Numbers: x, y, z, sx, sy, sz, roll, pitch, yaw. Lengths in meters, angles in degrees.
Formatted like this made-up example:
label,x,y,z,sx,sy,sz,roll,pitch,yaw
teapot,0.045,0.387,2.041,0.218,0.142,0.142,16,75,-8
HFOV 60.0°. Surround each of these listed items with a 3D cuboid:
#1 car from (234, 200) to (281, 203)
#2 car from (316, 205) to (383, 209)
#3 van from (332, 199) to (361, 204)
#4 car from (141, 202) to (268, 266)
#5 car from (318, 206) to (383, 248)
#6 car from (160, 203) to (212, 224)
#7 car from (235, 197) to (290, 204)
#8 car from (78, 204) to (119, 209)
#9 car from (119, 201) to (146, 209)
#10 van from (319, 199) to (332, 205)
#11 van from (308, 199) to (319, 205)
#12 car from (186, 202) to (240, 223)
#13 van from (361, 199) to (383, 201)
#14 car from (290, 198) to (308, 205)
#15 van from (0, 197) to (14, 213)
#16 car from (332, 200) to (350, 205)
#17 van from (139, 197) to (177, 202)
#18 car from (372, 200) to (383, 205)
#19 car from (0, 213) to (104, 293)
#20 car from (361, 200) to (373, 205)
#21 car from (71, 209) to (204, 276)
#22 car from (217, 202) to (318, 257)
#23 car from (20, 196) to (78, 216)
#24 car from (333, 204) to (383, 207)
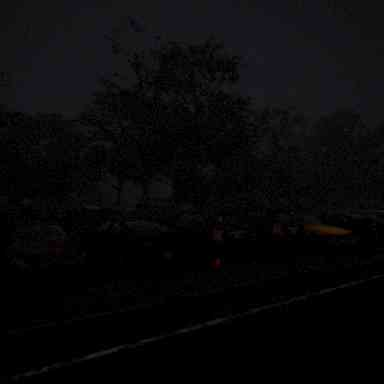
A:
label,x,y,z,sx,sy,sz,roll,pitch,yaw
car,2.733,1.534,19.611,4.553,1.767,2.097,1,-1,-36
car,9.264,1.738,18.814,2.231,1.521,4.892,1,-1,-35
van,17.650,1.815,40.687,1.878,1.987,4.442,1,-1,-36
car,0.239,1.440,12.349,2.185,1.767,4.553,1,-1,-35
car,7.009,1.695,17.194,2.231,1.521,4.892,1,-1,-35
car,-0.590,1.733,27.851,2.002,1.452,4.674,1,-1,-35
car,6.305,1.572,32.717,2.435,2.045,5.566,1,-1,-35
car,-7.255,1.566,23.101,2.097,1.535,5.008,1,-1,-35
car,-5.000,1.649,24.709,2.002,1.452,4.674,1,-1,-35
van,12.992,1.726,37.650,1.878,1.987,4.442,1,-1,-35
van,10.870,1.683,35.855,1.878,1.987,4.442,1,-1,-35
car,1.774,1.738,29.522,2.097,1.535,5.008,1,-1,-35
van,24.171,1.977,45.601,1.878,1.987,4.442,2,-1,-35
car,8.563,1.615,34.323,2.435,2.045,5.566,1,-1,-35
van,-11.940,1.253,19.919,1.878,1.987,4.442,1,-1,-35
car,15.311,1.994,39.163,2.097,1.535,5.008,1,-1,-35
van,-2.911,1.424,26.340,1.878,1.987,4.442,1,-1,-35
car,21.959,2.171,43.920,2.163,1.488,4.792,2,-1,-35
car,-4.307,1.520,9.157,2.002,1.452,4.674,1,-1,-35
car,19.809,2.118,42.391,2.163,1.488,4.792,1,-1,-35
car,-2.040,1.522,10.760,2.097,1.535,5.008,1,-1,-35
car,2.501,1.483,13.958,2.185,1.767,4.553,1,-1,-35
car,-9.598,1.270,21.407,2.435,2.045,5.566,1,-1,-35
car,11.637,1.777,20.266,1.946,1.575,5.366,1,-1,-35
